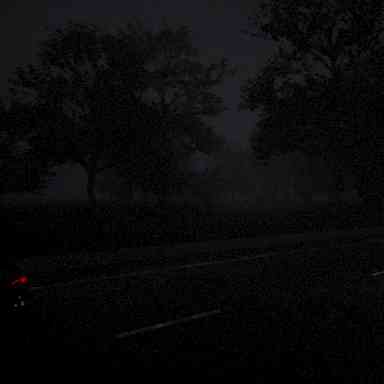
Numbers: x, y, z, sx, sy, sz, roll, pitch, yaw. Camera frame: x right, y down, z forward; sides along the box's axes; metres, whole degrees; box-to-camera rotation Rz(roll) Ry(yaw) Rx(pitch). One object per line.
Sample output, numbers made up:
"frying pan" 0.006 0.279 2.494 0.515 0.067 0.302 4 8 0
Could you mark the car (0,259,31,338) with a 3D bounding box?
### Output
"car" -4.677 1.548 4.840 4.181 1.385 1.994 0 0 -35
